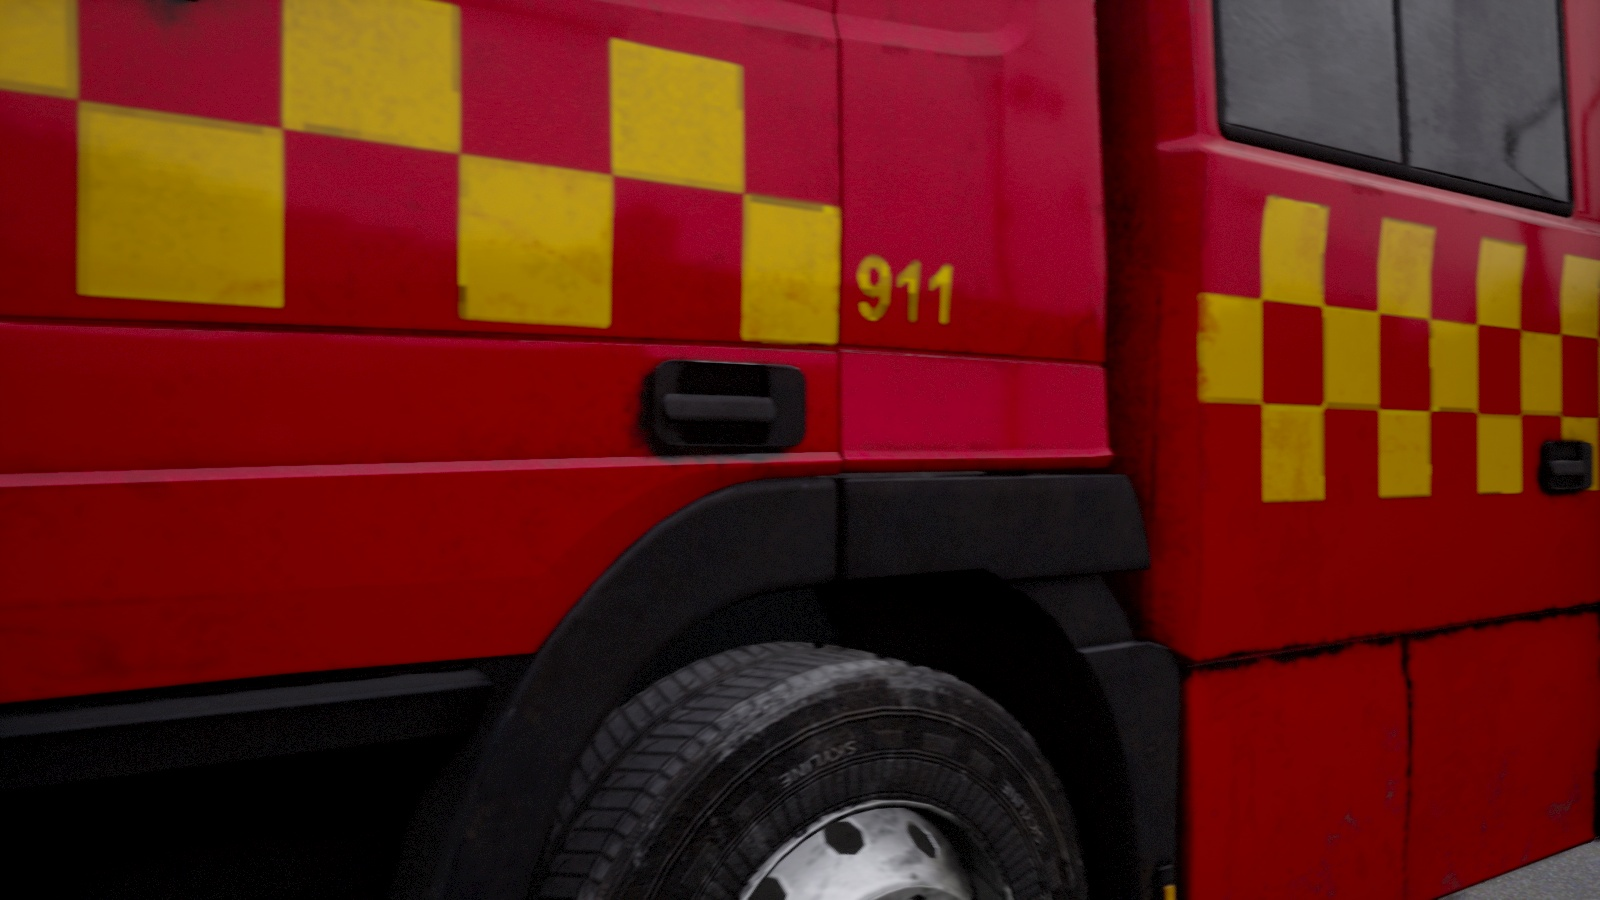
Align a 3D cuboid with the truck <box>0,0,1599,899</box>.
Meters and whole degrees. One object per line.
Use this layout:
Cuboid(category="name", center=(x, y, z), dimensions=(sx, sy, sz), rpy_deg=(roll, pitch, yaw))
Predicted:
Cuboid(category="truck", center=(1.173, -0.411, 4.479), dimensions=(8.468, 3.827, 2.891), rpy_deg=(0, 0, -35))
